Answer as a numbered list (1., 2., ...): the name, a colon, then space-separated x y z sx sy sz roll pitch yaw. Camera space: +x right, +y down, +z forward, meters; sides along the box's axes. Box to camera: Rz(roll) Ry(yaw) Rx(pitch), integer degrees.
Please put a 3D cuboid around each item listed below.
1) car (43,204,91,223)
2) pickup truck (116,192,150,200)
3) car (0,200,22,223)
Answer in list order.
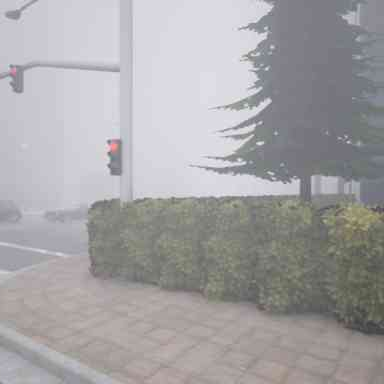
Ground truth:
1. car: -8.821 1.610 25.508 1.895 1.301 4.718 0 0 35
2. pickup truck: -9.531 1.075 53.208 6.274 2.098 2.390 0 0 -24
3. car: -14.634 1.363 23.479 2.097 1.767 4.553 0 0 37
